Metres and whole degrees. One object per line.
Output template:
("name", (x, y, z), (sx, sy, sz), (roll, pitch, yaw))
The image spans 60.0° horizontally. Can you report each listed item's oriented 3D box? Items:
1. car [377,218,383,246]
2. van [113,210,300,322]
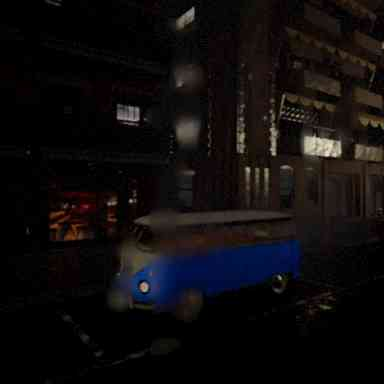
("car", (9.489, 1.213, 13.346), (5.009, 1.841, 2.192), (0, 0, -36))
("van", (0.477, 1.312, 6.904), (3.998, 1.788, 1.690), (0, 0, -36))
